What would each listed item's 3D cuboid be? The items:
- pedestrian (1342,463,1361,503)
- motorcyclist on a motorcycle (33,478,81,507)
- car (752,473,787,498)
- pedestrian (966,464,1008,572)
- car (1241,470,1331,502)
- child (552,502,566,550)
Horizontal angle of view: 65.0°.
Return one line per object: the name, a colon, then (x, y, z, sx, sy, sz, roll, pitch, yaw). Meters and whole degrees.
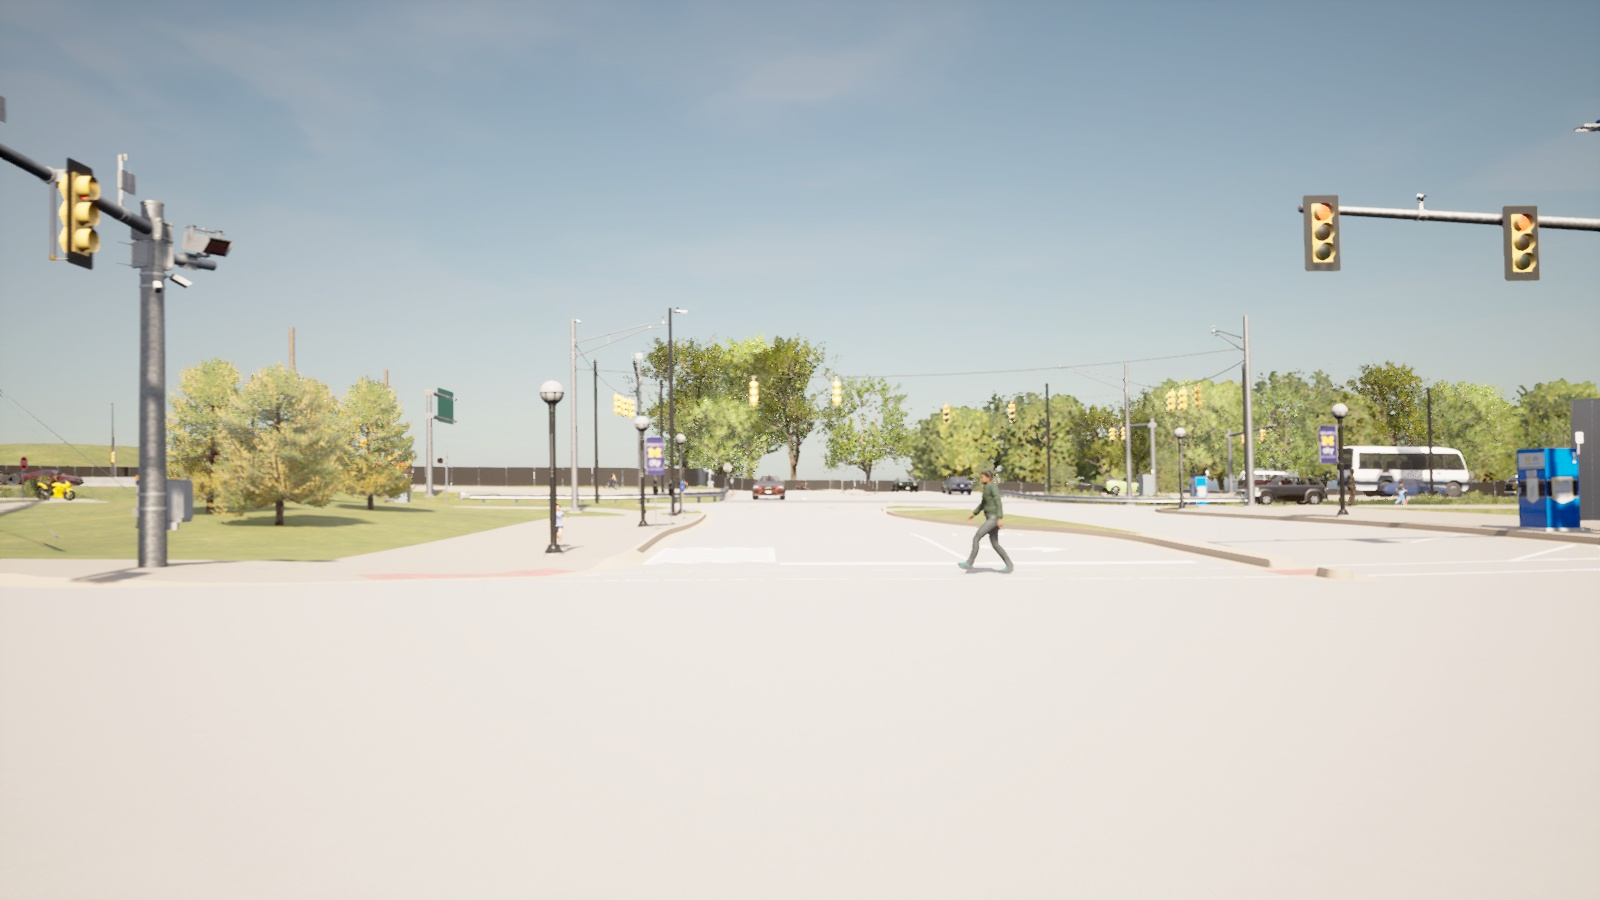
pedestrian: (26.968, 1.600, 61.414, 0.692, 1.930, 0.395, -1, -2, -2)
motorcyclist on a motorcycle: (-38.905, 2.218, 65.780, 2.044, 1.523, 0.797, 0, -2, 0)
car: (-2.021, 2.372, 84.825, 2.152, 1.651, 5.027, 0, -1, 1)
pedestrian: (3.246, 1.177, 21.782, 0.614, 1.847, 0.353, -1, -2, -1)
car: (28.878, 2.163, 74.727, 4.605, 1.855, 1.932, 0, -2, -1)
child: (-5.720, 1.796, 29.785, 0.255, 1.110, 0.394, -1, -2, -1)
